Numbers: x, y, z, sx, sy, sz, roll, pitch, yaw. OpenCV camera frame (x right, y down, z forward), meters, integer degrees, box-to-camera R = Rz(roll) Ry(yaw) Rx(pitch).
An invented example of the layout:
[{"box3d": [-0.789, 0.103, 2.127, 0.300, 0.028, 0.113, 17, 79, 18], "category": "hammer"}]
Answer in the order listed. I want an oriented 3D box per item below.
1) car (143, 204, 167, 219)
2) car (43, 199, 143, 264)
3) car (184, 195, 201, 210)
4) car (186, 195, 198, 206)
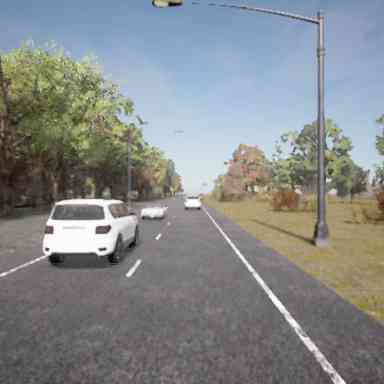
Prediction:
[{"box3d": [-3.373, 1.742, 30.514, 1.895, 1.301, 4.718, 0, 0, 0], "category": "car"}, {"box3d": [-3.394, 1.278, 12.230, 2.150, 2.045, 5.566, 0, 0, 0], "category": "car"}, {"box3d": [0.122, 1.442, 47.219, 2.150, 2.045, 5.566, 0, 0, 0], "category": "car"}, {"box3d": [0.030, 1.520, 63.785, 2.150, 2.045, 5.566, 0, 0, 0], "category": "car"}]
